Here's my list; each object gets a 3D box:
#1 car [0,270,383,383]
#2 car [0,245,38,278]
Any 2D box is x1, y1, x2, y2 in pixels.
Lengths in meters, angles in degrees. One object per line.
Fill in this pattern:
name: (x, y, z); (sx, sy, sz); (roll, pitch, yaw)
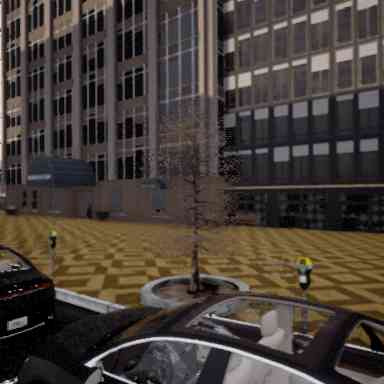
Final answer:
car: (0.319, 1.558, 2.652); (4.403, 1.369, 2.008); (0, 0, 36)
car: (-4.175, 1.590, 5.863); (4.403, 1.369, 2.008); (0, 0, 36)
